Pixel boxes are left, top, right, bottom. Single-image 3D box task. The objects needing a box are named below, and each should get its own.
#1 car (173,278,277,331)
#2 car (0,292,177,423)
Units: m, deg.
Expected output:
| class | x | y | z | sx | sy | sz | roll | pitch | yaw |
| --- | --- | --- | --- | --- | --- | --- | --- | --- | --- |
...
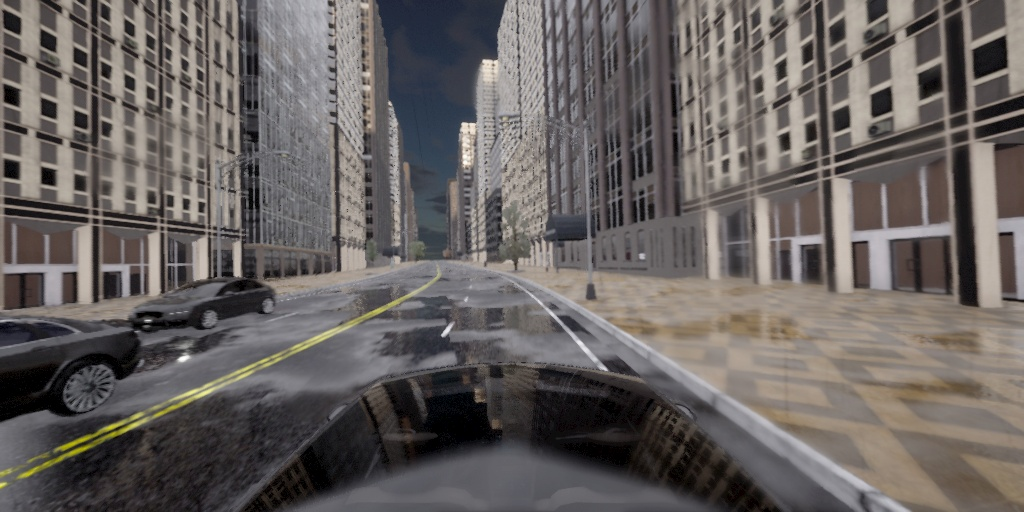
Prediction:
| class | x | y | z | sx | sy | sz | roll | pitch | yaw |
| --- | --- | --- | --- | --- | --- | --- | --- | --- | --- |
| car | -10.203 | 1.551 | 12.341 | 1.837 | 1.490 | 4.892 | -1 | 0 | -3 |
| car | -6.684 | 1.431 | 3.516 | 2.128 | 1.511 | 4.902 | -2 | 0 | -1 |
